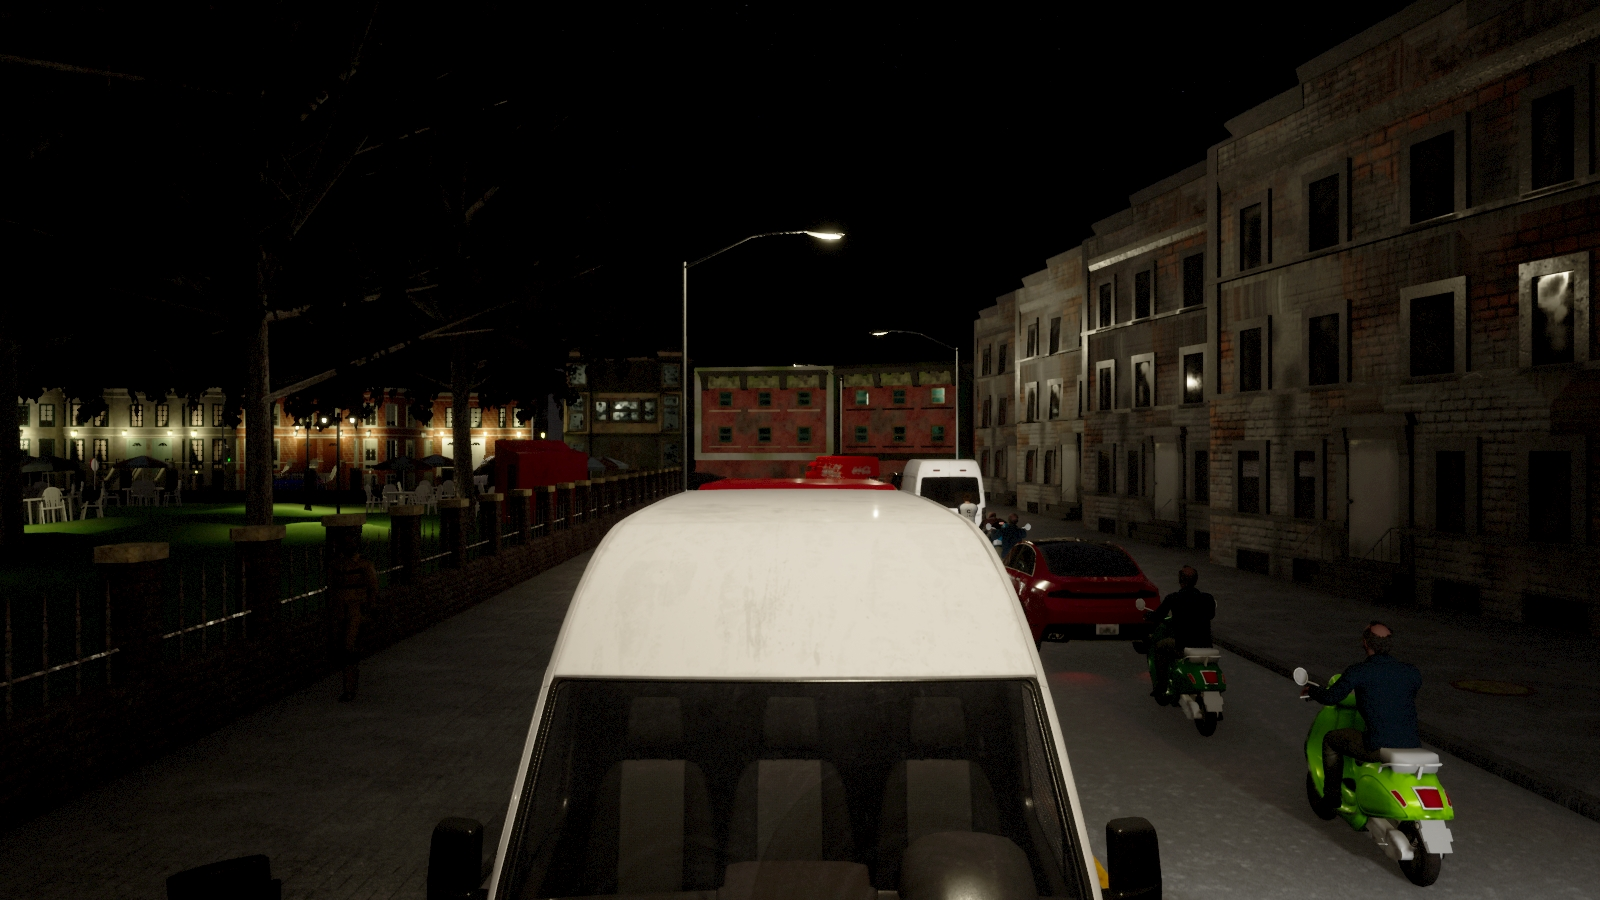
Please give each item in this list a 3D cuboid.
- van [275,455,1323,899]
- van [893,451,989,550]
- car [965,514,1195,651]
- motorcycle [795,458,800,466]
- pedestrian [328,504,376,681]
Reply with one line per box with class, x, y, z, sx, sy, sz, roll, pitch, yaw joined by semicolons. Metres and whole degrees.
van;-0.006;1.314;5.127;1.988;2.561;5.915;0;0;0
van;3.906;1.314;32.634;1.988;2.561;5.915;0;0;0
car;3.953;1.841;17.118;2.231;1.480;4.892;0;0;0
motorcycle;-0.384;1.962;183.190;0.856;1.236;1.805;0;0;0
pedestrian;-4.831;1.525;12.329;0.375;1.860;0.375;0;0;0
